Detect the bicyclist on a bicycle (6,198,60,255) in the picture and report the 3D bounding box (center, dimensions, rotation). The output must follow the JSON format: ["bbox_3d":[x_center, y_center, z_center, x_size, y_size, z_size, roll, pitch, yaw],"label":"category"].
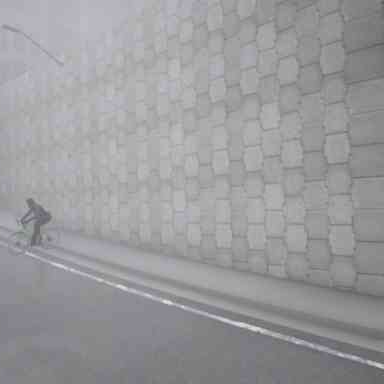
[{"bbox_3d":[-4.696,1.007,9.946,0.582,1.620,1.656,6,5,38],"label":"bicyclist on a bicycle"}]
